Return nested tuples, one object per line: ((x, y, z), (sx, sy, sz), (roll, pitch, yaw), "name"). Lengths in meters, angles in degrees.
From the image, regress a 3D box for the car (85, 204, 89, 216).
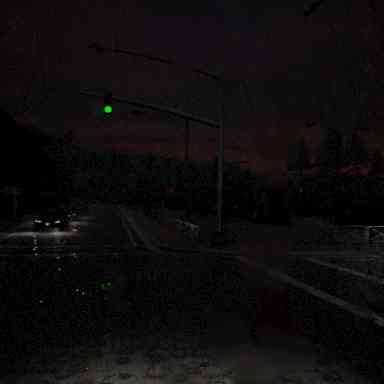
((-14.800, 2.336, 44.126), (1.882, 1.535, 5.008), (1, -1, -13), "car")

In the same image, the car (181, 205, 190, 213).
((1.147, 2.452, 51.789), (4.605, 1.855, 1.932), (1, -1, -14), "car")

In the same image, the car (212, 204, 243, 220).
((5.180, 2.206, 36.612), (5.027, 1.636, 2.152), (1, -1, -14), "car")

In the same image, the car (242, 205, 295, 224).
((6.978, 2.165, 30.443), (3.806, 1.475, 1.970), (1, -1, -14), "car")

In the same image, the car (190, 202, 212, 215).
((2.221, 2.384, 49.058), (3.866, 1.878, 1.905), (1, -1, -14), "car")

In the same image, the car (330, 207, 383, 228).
((14.681, 2.324, 28.506), (4.514, 1.523, 2.007), (1, -1, -14), "car")

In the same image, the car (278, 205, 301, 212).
((22.297, 3.680, 75.911), (4.514, 1.523, 2.007), (1, -1, -14), "car")

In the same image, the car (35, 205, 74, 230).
((-10.224, 1.963, 24.615), (1.837, 1.490, 4.892), (1, -1, -13), "car")

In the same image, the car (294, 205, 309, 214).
((18.351, 3.183, 59.579), (3.633, 1.501, 1.845), (1, -1, -14), "car")

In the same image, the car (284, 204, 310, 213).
((23.074, 3.610, 72.872), (5.027, 1.636, 2.152), (1, -1, -14), "car")

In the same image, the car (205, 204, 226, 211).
((4.883, 3.227, 68.704), (3.806, 1.475, 1.970), (1, -1, -14), "car")

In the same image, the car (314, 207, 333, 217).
((20.622, 2.961, 49.850), (4.514, 1.523, 2.007), (1, -1, -14), "car")

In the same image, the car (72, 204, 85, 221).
((-12.440, 2.154, 33.972), (1.837, 1.490, 4.892), (1, -1, -13), "car")

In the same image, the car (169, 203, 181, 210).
((-3.025, 3.101, 69.889), (3.633, 1.501, 1.845), (1, -1, -14), "car")
